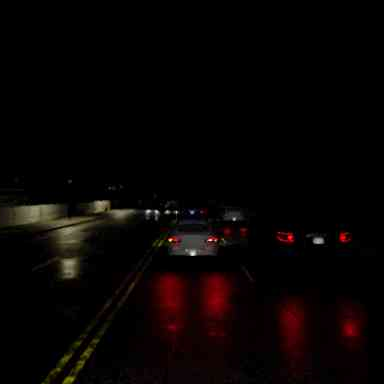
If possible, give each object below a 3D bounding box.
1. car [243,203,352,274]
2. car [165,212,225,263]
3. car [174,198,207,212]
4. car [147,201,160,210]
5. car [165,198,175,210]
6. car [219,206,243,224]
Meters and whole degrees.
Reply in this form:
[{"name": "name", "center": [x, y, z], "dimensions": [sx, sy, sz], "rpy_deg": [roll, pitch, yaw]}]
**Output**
[{"name": "car", "center": [3.285, 1.373, 11.243], "dimensions": [2.150, 2.045, 5.566], "rpy_deg": [0, 0, 1]}, {"name": "car", "center": [0.049, 1.693, 12.535], "dimensions": [1.812, 1.442, 4.674], "rpy_deg": [0, -1, 1]}, {"name": "car", "center": [0.033, 1.575, 26.225], "dimensions": [2.150, 2.045, 5.566], "rpy_deg": [0, -1, 1]}, {"name": "car", "center": [-6.569, 2.271, 56.727], "dimensions": [1.837, 1.490, 4.892], "rpy_deg": [0, -1, 0]}, {"name": "car", "center": [-3.317, 1.987, 56.661], "dimensions": [2.150, 2.045, 5.566], "rpy_deg": [0, -1, 1]}, {"name": "car", "center": [3.299, 1.903, 28.057], "dimensions": [1.812, 1.442, 4.674], "rpy_deg": [0, -1, 0]}]
